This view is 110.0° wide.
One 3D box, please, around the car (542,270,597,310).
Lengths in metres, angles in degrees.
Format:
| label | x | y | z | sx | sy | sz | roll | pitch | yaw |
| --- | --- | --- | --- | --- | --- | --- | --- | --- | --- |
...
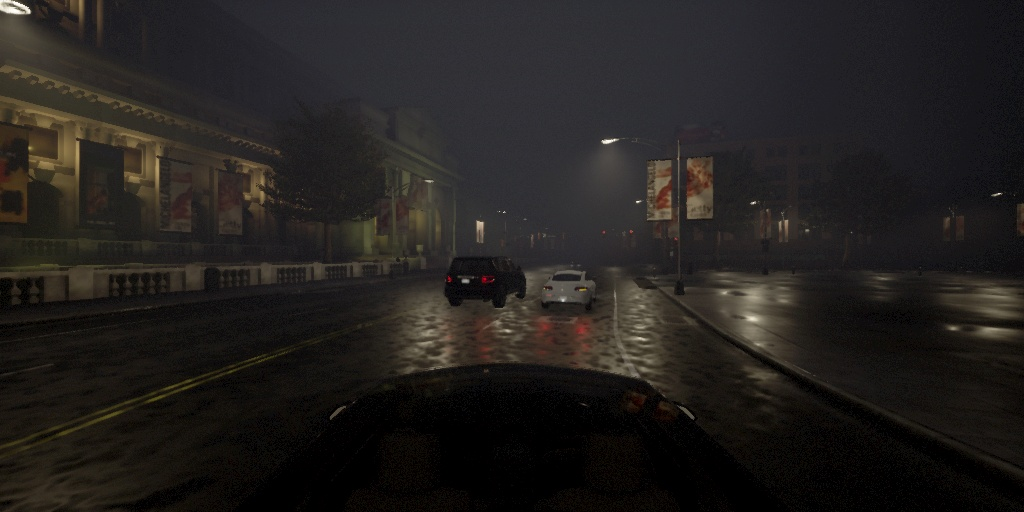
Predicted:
| label | x | y | z | sx | sy | sz | roll | pitch | yaw |
| --- | --- | --- | --- | --- | --- | --- | --- | --- | --- |
| car | 2.407 | 1.281 | 14.618 | 1.812 | 1.442 | 4.674 | 0 | 0 | 16 |

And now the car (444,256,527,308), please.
| label | x | y | z | sx | sy | sz | roll | pitch | yaw |
| --- | --- | --- | --- | --- | --- | --- | --- | --- | --- |
| car | -0.949 | 1.006 | 15.614 | 2.150 | 2.045 | 5.566 | 0 | 0 | 16 |
